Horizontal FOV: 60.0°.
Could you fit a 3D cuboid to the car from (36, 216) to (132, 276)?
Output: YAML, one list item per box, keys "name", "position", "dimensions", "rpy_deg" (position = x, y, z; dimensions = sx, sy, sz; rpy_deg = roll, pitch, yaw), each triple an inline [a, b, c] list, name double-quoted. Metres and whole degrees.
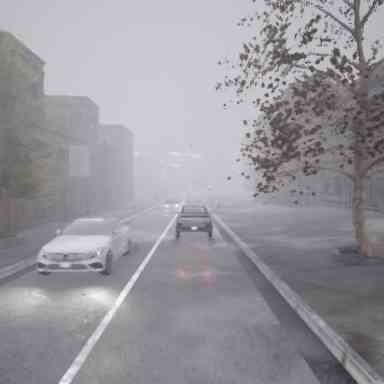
- name: "car"
  position: [-3.094, 1.519, 10.465]
  dimensions: [1.812, 1.442, 4.674]
  rpy_deg: [0, 0, 0]

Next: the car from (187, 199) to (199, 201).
- name: "car"
  position: [0.117, 1.511, 36.368]
  dimensions: [2.033, 1.411, 5.357]
  rpy_deg: [0, 0, 0]

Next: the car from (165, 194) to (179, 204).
- name: "car"
  position: [-3.050, 1.086, 51.585]
  dimensions: [1.812, 1.442, 4.674]
  rpy_deg: [0, 3, 0]

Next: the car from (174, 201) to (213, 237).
- name: "car"
  position: [0.109, 1.480, 18.024]
  dimensions: [2.128, 1.511, 4.902]
  rpy_deg: [0, 0, 0]
